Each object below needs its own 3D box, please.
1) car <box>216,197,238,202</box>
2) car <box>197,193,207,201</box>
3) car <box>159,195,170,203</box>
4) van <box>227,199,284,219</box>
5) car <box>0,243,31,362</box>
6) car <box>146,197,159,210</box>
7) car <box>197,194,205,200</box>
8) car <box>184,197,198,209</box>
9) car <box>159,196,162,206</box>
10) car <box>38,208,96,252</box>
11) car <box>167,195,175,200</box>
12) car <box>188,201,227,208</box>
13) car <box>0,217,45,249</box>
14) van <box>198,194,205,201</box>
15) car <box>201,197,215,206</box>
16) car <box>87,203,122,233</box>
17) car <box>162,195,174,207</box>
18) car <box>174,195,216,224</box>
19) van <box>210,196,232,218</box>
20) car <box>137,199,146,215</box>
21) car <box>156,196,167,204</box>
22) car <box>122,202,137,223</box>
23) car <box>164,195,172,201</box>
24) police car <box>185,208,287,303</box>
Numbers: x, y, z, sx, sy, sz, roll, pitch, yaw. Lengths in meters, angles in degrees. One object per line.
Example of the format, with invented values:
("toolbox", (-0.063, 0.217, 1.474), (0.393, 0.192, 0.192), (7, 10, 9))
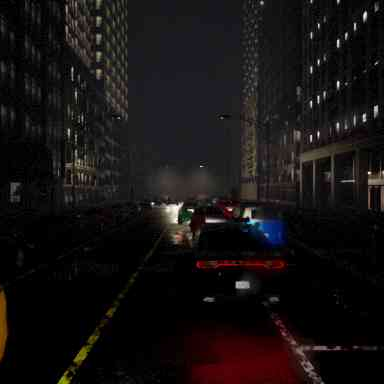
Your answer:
("car", (2.620, 1.309, 25.325), (2.192, 1.841, 5.009), (-1, 0, 0))
("car", (2.484, 1.293, 82.162), (2.192, 1.841, 5.009), (-1, 0, 0))
("car", (-5.868, 1.421, 70.774), (1.967, 1.590, 4.097), (-1, 0, 0))
("van", (2.648, 1.338, 13.958), (1.690, 1.788, 3.998), (-1, 0, 0))
("car", (-3.108, 1.477, 1.904), (1.882, 1.535, 5.008), (0, 0, 0))
("car", (-5.799, 1.541, 42.356), (2.008, 1.369, 4.403), (-1, 0, 0))
("car", (2.458, 1.413, 93.529), (1.967, 1.590, 4.097), (-1, 0, 0))
("car", (-0.086, 1.514, 46.325), (1.812, 1.442, 4.674), (0, 0, 0))
("car", (-5.826, 1.537, 53.723), (2.008, 1.369, 4.403), (-1, 0, 0))
("car", (-5.731, 1.563, 13.938), (1.947, 1.339, 4.313), (-1, 0, 0))
("car", (-5.922, 1.539, 93.509), (1.947, 1.339, 4.313), (-1, 0, 0))
("car", (0.856, 1.473, 18.300), (1.882, 1.535, 5.008), (0, 0, 0))
("car", (-5.717, 1.549, 8.254), (2.008, 1.369, 4.403), (-1, 0, 0))
("van", (2.471, 1.317, 87.845), (1.690, 1.788, 3.998), (-1, 0, 0))
("car", (2.555, 1.537, 53.743), (2.008, 1.369, 4.403), (-1, 0, 0))
("car", (-5.744, 1.540, 19.621), (1.887, 1.381, 4.507), (-1, 0, 0))
("car", (-3.126, 1.478, 52.523), (2.128, 1.511, 4.902), (0, 0, 0))
("car", (0.325, 1.346, 24.395), (2.097, 1.767, 4.553), (0, 0, 8))
("van", (2.607, 1.334, 31.009), (1.690, 1.788, 3.998), (-1, 0, 0))
("car", (-5.771, 1.575, 30.989), (1.802, 1.307, 4.206), (-1, 0, 0))
("car", (-5.853, 1.565, 65.090), (1.802, 1.307, 4.206), (-1, 0, 0))
("car", (-5.759, 1.545, 25.305), (2.008, 1.369, 4.403), (-1, 0, 0))
("car", (-5.894, 1.503, 81.972), (1.752, 1.417, 4.829), (-1, 0, 0))
("police car", (0.880, 1.423, 8.410), (1.930, 1.638, 5.238), (0, 0, 0))
